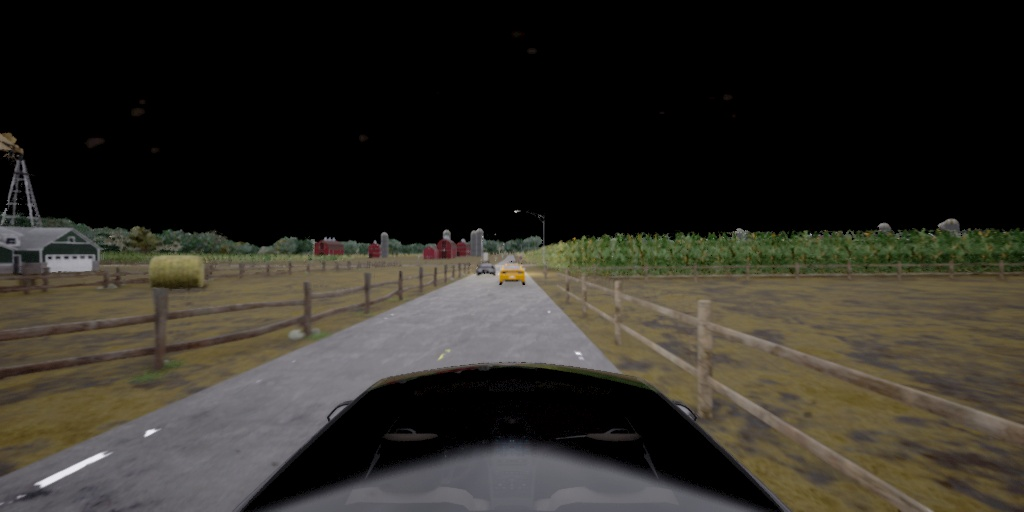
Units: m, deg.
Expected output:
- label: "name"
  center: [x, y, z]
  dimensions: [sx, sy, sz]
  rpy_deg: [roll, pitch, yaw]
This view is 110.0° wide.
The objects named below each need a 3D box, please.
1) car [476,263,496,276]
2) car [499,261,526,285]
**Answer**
- label: "car"
  center: [-2.771, 1.468, 39.351]
  dimensions: [1.994, 1.385, 4.181]
  rpy_deg: [0, 0, 0]
- label: "car"
  center: [0.039, 1.332, 27.639]
  dimensions: [1.882, 1.535, 5.008]
  rpy_deg: [0, 0, 1]
